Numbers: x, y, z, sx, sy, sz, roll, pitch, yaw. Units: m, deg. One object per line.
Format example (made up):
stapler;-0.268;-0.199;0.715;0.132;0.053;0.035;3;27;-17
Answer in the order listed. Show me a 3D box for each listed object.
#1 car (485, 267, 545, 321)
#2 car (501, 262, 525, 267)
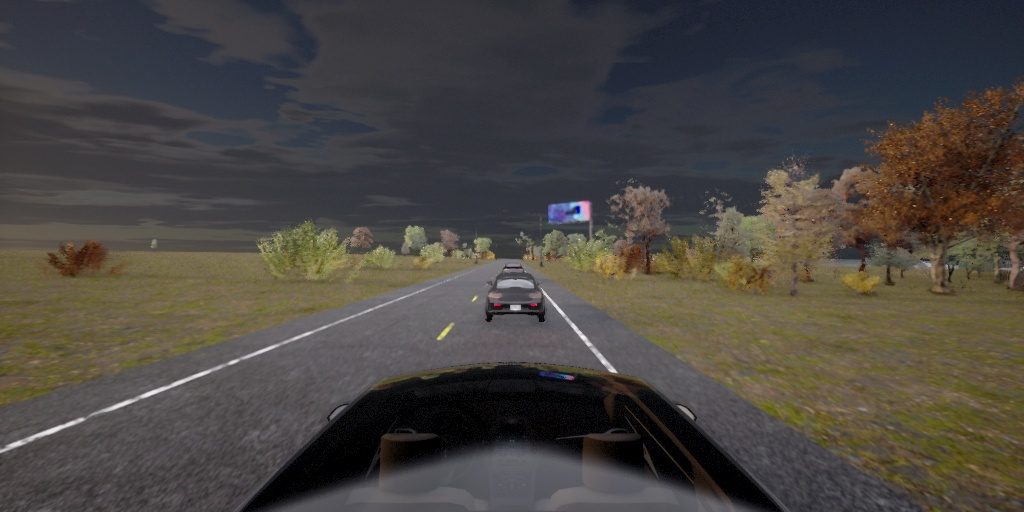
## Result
car;0.102;1.279;12.347;1.812;1.442;4.674;0;0;0
car;0.105;1.253;30.059;2.128;1.511;4.902;0;0;0
